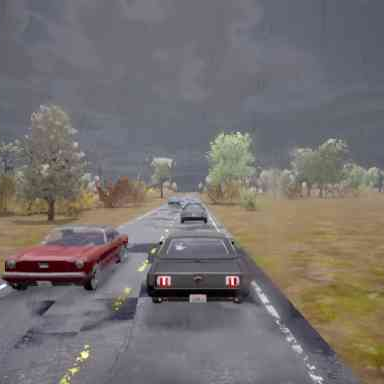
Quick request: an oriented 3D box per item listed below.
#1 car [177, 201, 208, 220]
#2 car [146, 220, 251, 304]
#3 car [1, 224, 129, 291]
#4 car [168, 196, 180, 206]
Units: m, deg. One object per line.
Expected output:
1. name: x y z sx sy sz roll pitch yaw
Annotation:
1. car: 0.153 1.559 25.323 1.994 1.385 4.181 0 0 0
2. car: 0.116 1.601 8.114 1.895 1.301 4.718 0 0 0
3. car: -3.082 1.601 9.142 1.895 1.301 4.718 0 0 0
4. car: -2.886 1.465 54.642 1.882 1.535 5.008 0 0 0
